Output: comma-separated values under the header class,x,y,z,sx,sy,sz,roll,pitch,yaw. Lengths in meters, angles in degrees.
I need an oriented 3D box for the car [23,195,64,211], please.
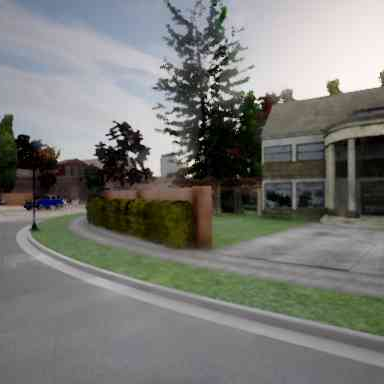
class,x,y,z,sx,sy,sz,roll,pitch,yaw
car,-19.302,1.373,43.579,2.150,2.045,5.566,-1,-1,18
